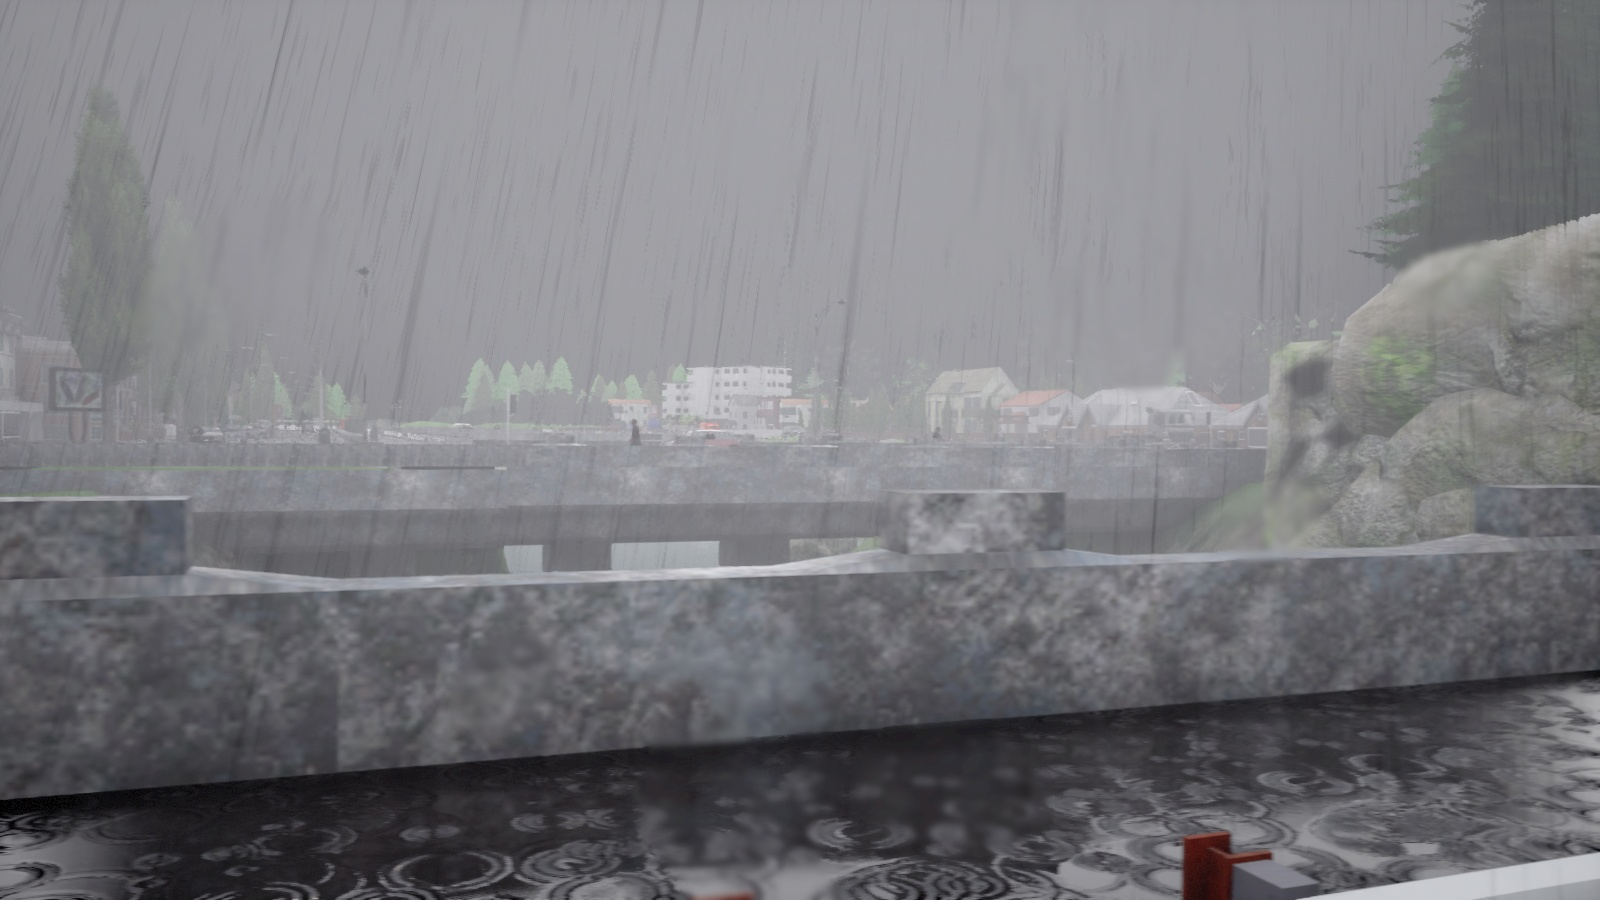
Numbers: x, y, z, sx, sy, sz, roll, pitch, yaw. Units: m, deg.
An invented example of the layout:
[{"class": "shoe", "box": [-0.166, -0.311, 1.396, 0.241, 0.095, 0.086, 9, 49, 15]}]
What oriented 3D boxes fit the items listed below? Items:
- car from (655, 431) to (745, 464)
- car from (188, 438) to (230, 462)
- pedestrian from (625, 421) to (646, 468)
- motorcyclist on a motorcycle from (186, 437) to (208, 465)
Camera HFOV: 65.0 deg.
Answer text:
[{"class": "car", "box": [-4.707, -0.149, 59.216, 3.806, 1.475, 1.970, -1, 1, -21]}, {"class": "car", "box": [-36.613, -0.009, 77.886, 1.994, 1.385, 4.181, -1, 1, -21]}, {"class": "pedestrian", "box": [-6.447, -0.224, 49.274, 0.720, 1.854, 0.376, -1, 1, -18]}, {"class": "motorcyclist on a motorcycle", "box": [-33.695, 0.055, 70.189, 0.866, 1.530, 2.191, -1, 1, -21]}]
